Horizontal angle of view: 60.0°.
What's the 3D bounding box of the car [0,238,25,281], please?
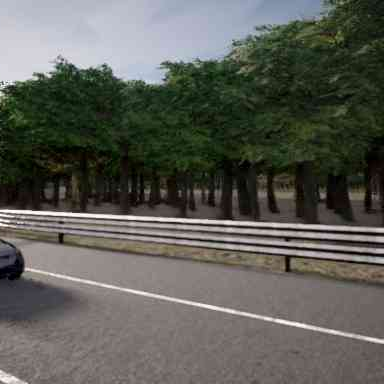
[{"bbox_3d":[-6.325,1.616,8.788,4.181,1.385,1.994,0,0,33],"label":"car"}]
